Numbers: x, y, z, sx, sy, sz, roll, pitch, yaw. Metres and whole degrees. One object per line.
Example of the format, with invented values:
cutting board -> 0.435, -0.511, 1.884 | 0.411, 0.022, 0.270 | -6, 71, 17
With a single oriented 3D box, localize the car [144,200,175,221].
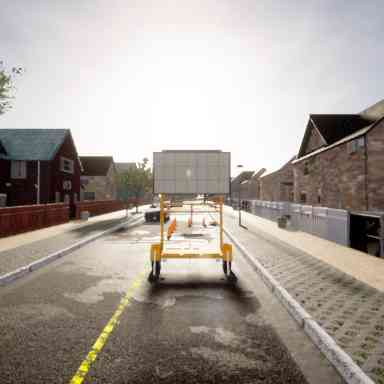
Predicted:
car -> -2.862, 1.640, 28.254 | 2.033, 1.411, 5.357 | 0, 0, 0

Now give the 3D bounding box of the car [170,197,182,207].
car -> -2.775, 1.670, 58.247 | 2.097, 1.767, 4.553 | 0, -1, 0

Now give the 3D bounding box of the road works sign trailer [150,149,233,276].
road works sign trailer -> -0.008, 0.483, 10.393 | 2.380, 3.560, 2.880 | 0, 0, 1
